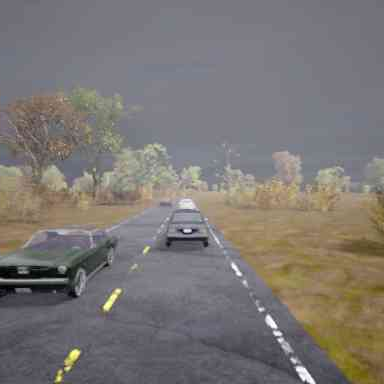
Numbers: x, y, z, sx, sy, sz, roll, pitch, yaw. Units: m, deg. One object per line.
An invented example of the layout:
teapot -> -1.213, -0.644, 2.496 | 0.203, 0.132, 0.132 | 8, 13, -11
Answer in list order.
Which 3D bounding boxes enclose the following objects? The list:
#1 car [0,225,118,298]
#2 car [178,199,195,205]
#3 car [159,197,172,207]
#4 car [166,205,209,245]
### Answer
car -> -3.297, 1.596, 8.626 | 1.895, 1.301, 4.718 | 0, 0, -1
car -> -0.651, 1.547, 38.570 | 1.812, 1.442, 4.674 | 0, 0, -1
car -> -4.050, 1.495, 51.337 | 1.882, 1.535, 5.008 | 0, 0, -1
car -> -0.225, 1.557, 15.468 | 2.033, 1.411, 5.357 | 0, 0, -1
